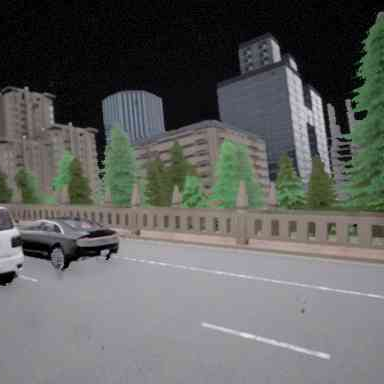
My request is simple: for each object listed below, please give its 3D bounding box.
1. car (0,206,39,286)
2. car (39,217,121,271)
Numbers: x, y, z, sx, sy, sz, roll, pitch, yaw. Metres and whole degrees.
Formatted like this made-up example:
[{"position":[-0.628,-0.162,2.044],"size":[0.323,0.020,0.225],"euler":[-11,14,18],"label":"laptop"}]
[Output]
[{"position":[-6.537,1.316,8.458],"size":[5.566,2.045,2.150],"euler":[0,-1,35],"label":"car"},{"position":[-4.601,1.608,11.373],"size":[4.902,1.511,2.128],"euler":[0,-1,35],"label":"car"}]
